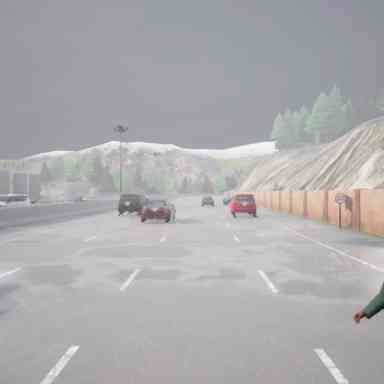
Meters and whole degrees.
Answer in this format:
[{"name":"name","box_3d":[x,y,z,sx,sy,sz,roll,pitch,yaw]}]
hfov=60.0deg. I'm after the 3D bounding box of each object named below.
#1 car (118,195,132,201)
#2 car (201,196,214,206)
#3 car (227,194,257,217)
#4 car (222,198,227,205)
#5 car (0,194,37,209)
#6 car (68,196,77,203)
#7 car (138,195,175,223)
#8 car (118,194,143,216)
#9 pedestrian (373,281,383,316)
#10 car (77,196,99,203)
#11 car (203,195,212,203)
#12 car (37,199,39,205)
[{"name":"car","box_3d":[-14.338,1.298,71.654,1.895,1.301,4.718,0,0,2]},{"name":"car","box_3d":[2.540,1.490,53.256,2.128,1.511,4.902,0,0,3]},{"name":"car","box_3d":[4.787,1.220,31.587,2.150,2.045,5.566,0,0,4]},{"name":"car","box_3d":[6.240,1.600,57.480,1.895,1.301,4.718,0,0,2]},{"name":"car","box_3d":[-16.559,1.223,29.621,2.150,2.045,5.566,0,0,3]},{"name":"car","box_3d":[-21.680,1.493,62.821,1.837,1.490,4.892,0,1,2]},{"name":"car","box_3d":[-2.530,1.353,25.941,2.097,1.767,4.553,0,0,3]},{"name":"car","box_3d":[-5.662,1.222,32.953,2.150,2.045,5.566,0,0,4]},{"name":"pedestrian","box_3d":[1.939,1.294,2.981,0.375,1.860,0.375,0,0,1]},{"name":"car","box_3d":[-18.308,1.476,59.931,1.882,1.535,5.008,0,0,3]},{"name":"car","box_3d":[3.200,1.477,69.624,1.882,1.535,5.008,0,0,2]},{"name":"car","box_3d":[-25.751,1.502,51.744,1.837,1.490,4.892,0,1,3]}]
